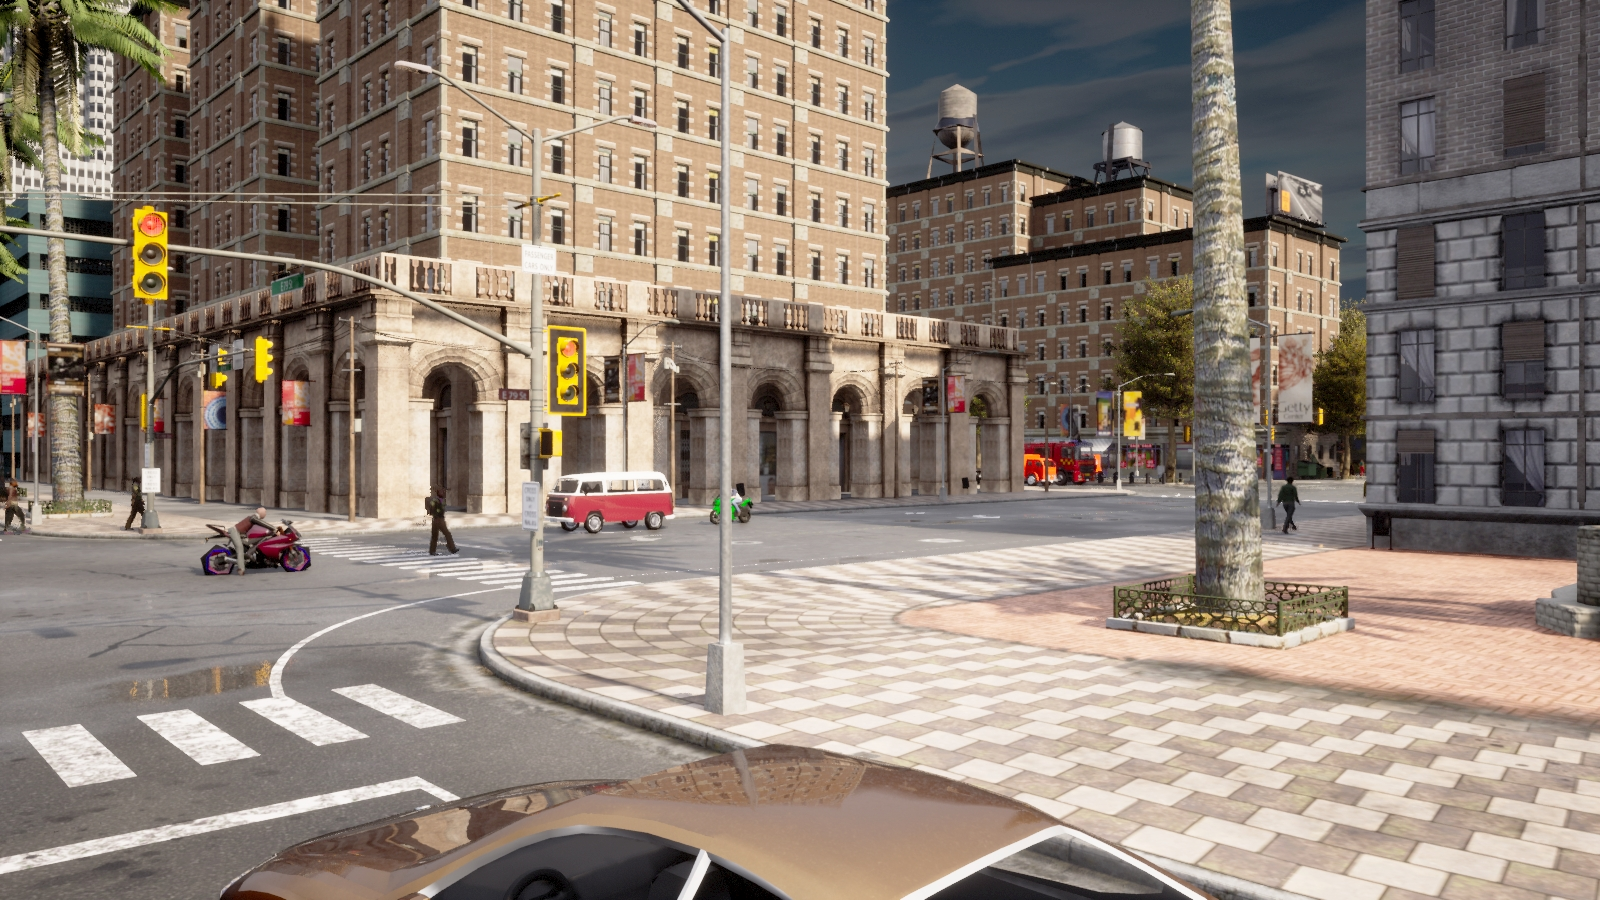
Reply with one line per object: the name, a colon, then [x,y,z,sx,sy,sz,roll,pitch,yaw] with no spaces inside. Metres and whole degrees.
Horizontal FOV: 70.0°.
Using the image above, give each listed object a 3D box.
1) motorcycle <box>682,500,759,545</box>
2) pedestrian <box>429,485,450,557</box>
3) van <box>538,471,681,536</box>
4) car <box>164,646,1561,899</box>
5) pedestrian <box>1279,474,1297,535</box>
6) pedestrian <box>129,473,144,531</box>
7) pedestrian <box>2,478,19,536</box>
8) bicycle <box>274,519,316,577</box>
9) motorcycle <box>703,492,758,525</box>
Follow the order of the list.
motorcycle: [-2.427,2.205,35.063,2.209,1.251,0.867,0,0,-28]
pedestrian: [-9.430,1.849,29.863,0.375,1.860,0.375,0,0,29]
van: [-6.553,1.783,39.554,4.480,2.038,2.069,0,0,-42]
car: [-0.308,1.992,4.309,5.027,1.651,2.152,0,0,42]
pedestrian: [15.253,1.697,35.716,0.375,1.860,0.375,0,0,-41]
pedestrian: [-21.615,1.696,37.218,0.375,1.860,0.375,0,0,-21]
pedestrian: [-25.725,1.849,37.235,0.375,1.860,0.375,0,0,37]
bicycle: [-11.463,2.206,25.906,0.373,1.196,1.643,0,0,-42]
motorcycle: [-2.608,2.213,43.140,2.033,1.145,0.803,0,0,-43]
